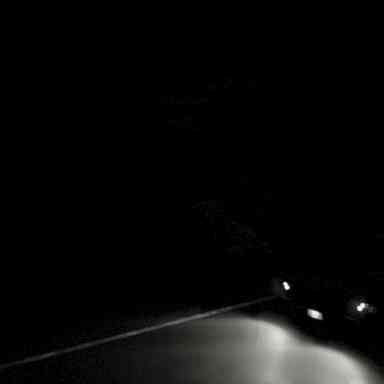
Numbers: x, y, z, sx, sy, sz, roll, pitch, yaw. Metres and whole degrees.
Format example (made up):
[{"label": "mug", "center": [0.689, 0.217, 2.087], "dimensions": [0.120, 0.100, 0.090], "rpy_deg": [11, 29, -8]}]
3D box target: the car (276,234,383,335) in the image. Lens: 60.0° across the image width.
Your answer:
[{"label": "car", "center": [4.170, 1.622, 6.920], "dimensions": [5.357, 1.411, 2.033], "rpy_deg": [1, 0, -35]}]
